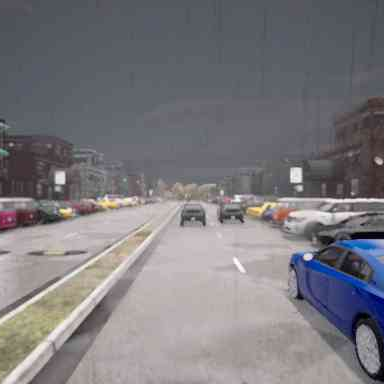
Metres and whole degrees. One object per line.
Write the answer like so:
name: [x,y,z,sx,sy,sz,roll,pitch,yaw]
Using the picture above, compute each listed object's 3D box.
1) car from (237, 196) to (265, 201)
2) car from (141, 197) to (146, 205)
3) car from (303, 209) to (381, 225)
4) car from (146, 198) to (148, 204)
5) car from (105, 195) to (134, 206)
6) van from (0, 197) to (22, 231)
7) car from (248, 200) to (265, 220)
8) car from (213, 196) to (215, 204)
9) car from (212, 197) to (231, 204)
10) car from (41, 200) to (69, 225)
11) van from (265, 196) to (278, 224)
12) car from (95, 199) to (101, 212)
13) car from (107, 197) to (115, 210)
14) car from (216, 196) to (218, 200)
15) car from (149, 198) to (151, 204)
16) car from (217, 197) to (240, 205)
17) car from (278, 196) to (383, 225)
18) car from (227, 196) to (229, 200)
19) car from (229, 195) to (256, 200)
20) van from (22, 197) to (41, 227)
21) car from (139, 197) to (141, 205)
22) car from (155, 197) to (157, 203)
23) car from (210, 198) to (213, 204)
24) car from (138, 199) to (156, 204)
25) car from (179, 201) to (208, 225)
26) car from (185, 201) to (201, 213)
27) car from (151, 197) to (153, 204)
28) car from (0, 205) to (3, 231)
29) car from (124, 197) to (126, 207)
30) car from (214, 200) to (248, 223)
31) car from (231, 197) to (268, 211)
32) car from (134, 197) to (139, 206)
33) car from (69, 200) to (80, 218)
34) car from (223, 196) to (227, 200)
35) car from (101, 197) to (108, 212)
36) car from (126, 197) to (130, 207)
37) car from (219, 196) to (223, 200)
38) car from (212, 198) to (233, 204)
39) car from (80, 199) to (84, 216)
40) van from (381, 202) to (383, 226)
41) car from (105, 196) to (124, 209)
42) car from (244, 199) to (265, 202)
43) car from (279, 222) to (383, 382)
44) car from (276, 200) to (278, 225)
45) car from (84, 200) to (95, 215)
car: [7.594,1.560,36.237,4.553,1.767,2.185,0,0,0]
car: [-12.814,2.031,69.793,4.892,1.521,2.231,0,-1,0]
car: [7.605,1.624,14.170,4.792,1.488,2.163,0,0,0]
car: [-12.989,2.086,72.572,5.366,1.575,1.946,0,-1,0]
car: [-13.015,1.774,55.784,5.366,1.575,1.946,0,-1,0]
van: [-13.006,1.403,19.791,4.442,1.987,1.878,0,0,0]
car: [7.814,1.660,27.960,5.366,1.575,1.946,0,0,0]
car: [7.640,2.108,72.058,4.792,1.488,2.163,0,-1,0]
car: [7.574,2.250,85.844,4.553,1.767,2.185,0,-1,0]
car: [-12.845,1.401,25.344,5.566,2.045,2.435,0,0,0]
van: [7.514,1.415,22.446,4.442,1.987,1.878,0,0,0]
car: [-12.887,1.711,36.342,4.792,1.488,2.163,0,0,0]
car: [-12.855,1.691,42.025,5.008,1.535,2.097,0,0,0]
car: [7.588,1.569,58.285,5.566,2.045,2.435,0,-1,0]
car: [-12.766,2.237,78.003,4.792,1.488,2.163,0,-1,0]
car: [7.643,1.896,69.305,4.553,1.767,2.185,0,-1,0]
car: [7.605,1.360,16.930,5.566,2.045,2.435,0,0,0]
car: [7.652,1.446,41.752,5.566,2.045,2.435,0,0,0]
car: [7.596,1.440,38.994,5.566,2.045,2.435,0,0,0]
van: [-12.997,1.415,22.445,4.442,1.987,1.878,0,0,0]
car: [-12.785,1.786,64.116,4.553,1.767,2.185,0,-1,0]
car: [-12.773,2.461,89.241,5.008,1.535,2.097,0,-1,0]
car: [7.637,1.944,77.578,5.566,2.045,2.435,0,-1,0]
car: [-12.768,2.630,94.672,4.674,1.452,2.002,0,-1,0]
car: [0.089,1.677,25.581,1.837,1.490,4.892,0,-1,0]
car: [0.084,1.819,41.893,1.895,1.301,4.718,0,0,0]
car: [-12.797,2.268,80.781,5.008,1.535,2.097,0,-1,0]
car: [-12.889,1.615,17.008,4.892,1.521,2.231,0,0,0]
car: [-12.840,1.763,50.352,4.674,1.452,2.002,0,0,0]
car: [3.089,1.687,27.524,1.837,1.490,4.892,0,0,0]
car: [7.653,1.578,44.507,4.553,1.767,2.185,0,0,0]
car: [-12.796,1.563,58.565,5.566,2.045,2.435,0,-1,0]
car: [-12.685,1.660,28.127,5.366,1.575,1.946,0,0,0]
car: [7.614,1.729,50.016,5.008,1.535,2.097,0,-1,0]
car: [-12.860,1.687,39.121,4.892,1.521,2.231,0,0,0]
car: [-12.831,1.786,53.010,4.674,1.452,2.002,0,0,0]
car: [7.590,1.503,52.775,5.566,2.045,2.435,0,-1,0]
car: [7.601,2.314,83.085,5.008,1.535,2.097,0,-1,0]
car: [-12.898,1.544,30.784,4.553,1.767,2.185,0,0,0]
van: [7.753,1.330,8.654,4.442,1.987,1.878,0,0,0]
car: [-13.027,1.704,47.582,5.366,1.575,1.946,0,0,0]
car: [7.813,1.668,30.720,5.366,1.575,1.946,0,0,0]
car: [3.098,1.528,5.540,1.882,1.535,5.008,0,0,0]
car: [7.663,1.501,19.688,4.553,1.767,2.185,0,0,0]
car: [-12.857,1.676,33.562,5.008,1.535,2.097,0,0,0]
